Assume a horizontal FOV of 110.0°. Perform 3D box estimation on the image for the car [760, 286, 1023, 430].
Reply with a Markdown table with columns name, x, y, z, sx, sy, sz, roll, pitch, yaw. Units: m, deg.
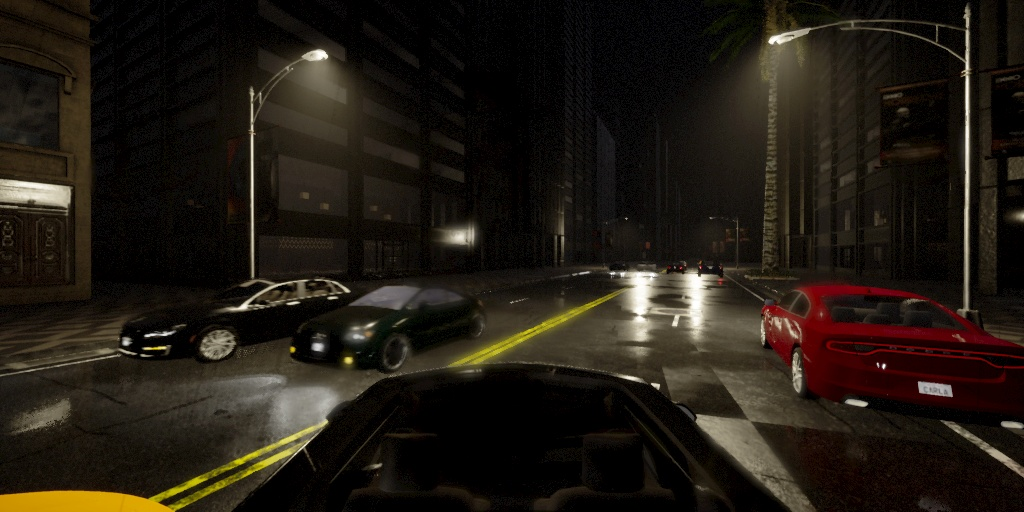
| name | x | y | z | sx | sy | sz | roll | pitch | yaw |
| --- | --- | --- | --- | --- | --- | --- | --- | --- | --- |
| car | 5.516 | 1.228 | 5.915 | 1.882 | 1.535 | 5.008 | 0 | 0 | 27 |

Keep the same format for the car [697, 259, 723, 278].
| name | x | y | z | sx | sy | sz | roll | pitch | yaw |
| --- | --- | --- | --- | --- | --- | --- | --- | --- | --- |
| car | 19.301 | 1.117 | 34.987 | 2.097 | 1.767 | 4.553 | 0 | 0 | 27 |

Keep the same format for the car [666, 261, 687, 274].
| name | x | y | z | sx | sy | sz | roll | pitch | yaw |
| --- | --- | --- | --- | --- | --- | --- | --- | --- | --- |
| car | 18.662 | 1.317 | 40.809 | 2.033 | 1.411 | 5.357 | 0 | 0 | 27 |

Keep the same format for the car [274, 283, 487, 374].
| name | x | y | z | sx | sy | sz | roll | pitch | yaw |
| --- | --- | --- | --- | --- | --- | --- | --- | --- | --- |
| car | -2.282 | 1.314 | 7.672 | 1.994 | 1.385 | 4.181 | 0 | 0 | 27 |

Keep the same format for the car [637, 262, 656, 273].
| name | x | y | z | sx | sy | sz | roll | pitch | yaw |
| --- | --- | --- | --- | --- | --- | --- | --- | --- | --- |
| car | 16.769 | 1.372 | 44.665 | 1.895 | 1.301 | 4.718 | 0 | 0 | 27 |

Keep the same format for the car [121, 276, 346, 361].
| name | x | y | z | sx | sy | sz | roll | pitch | yaw |
| --- | --- | --- | --- | --- | --- | --- | --- | --- | --- |
| car | -5.579 | 1.255 | 8.370 | 1.837 | 1.490 | 4.892 | 0 | 0 | 27 |

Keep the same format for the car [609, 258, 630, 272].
| name | x | y | z | sx | sy | sz | roll | pitch | yaw |
| --- | --- | --- | --- | --- | --- | --- | --- | --- | --- |
| car | 13.803 | 1.335 | 46.003 | 1.994 | 1.385 | 4.181 | 0 | 0 | 27 |
